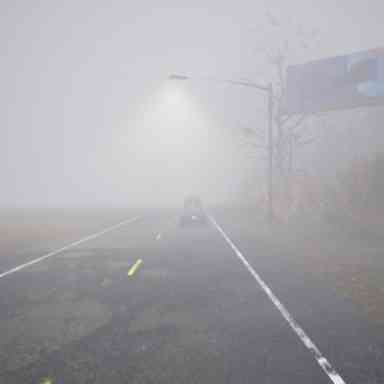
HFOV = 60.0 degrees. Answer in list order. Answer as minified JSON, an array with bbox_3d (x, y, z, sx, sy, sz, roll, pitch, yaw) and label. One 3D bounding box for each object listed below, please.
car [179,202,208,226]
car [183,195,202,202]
[{"bbox_3d":[0.106,1.691,24.392,1.994,1.385,4.181,0,0,0],"label":"car"},{"bbox_3d":[0.110,1.437,41.443,2.150,2.045,5.566,0,0,0],"label":"car"}]
